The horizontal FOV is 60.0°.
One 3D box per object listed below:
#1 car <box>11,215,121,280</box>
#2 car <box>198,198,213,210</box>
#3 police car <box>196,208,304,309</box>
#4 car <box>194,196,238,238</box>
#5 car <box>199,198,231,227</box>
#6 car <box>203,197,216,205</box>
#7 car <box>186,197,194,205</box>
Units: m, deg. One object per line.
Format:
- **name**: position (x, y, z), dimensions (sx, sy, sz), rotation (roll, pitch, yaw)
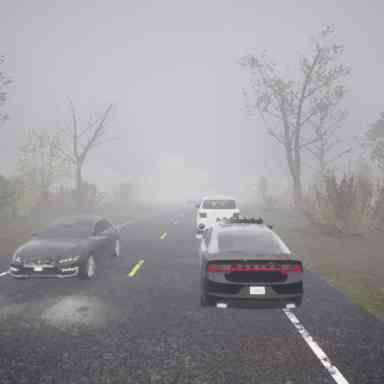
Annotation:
- **car**: position (-3.463, 1.509, 10.035), dimensions (1.837, 1.490, 4.892), rotation (0, 0, 1)
- **car**: position (1.927, 1.584, 46.354), dimensions (1.837, 1.490, 4.892), rotation (0, 0, 5)
- **police car**: position (1.127, 1.428, 8.097), dimensions (1.930, 1.638, 5.238), rotation (0, 0, 1)
- **car**: position (1.366, 1.233, 17.970), dimensions (2.150, 2.045, 5.566), rotation (0, 0, 2)
- **car**: position (1.582, 1.366, 23.880), dimensions (2.097, 1.767, 4.553), rotation (0, 0, 2)
- **car**: position (3.376, 1.709, 63.435), dimensions (2.033, 1.411, 5.357), rotation (0, 0, 6)
- **car**: position (-0.002, 1.712, 63.980), dimensions (2.033, 1.411, 5.357), rotation (0, 0, 6)
